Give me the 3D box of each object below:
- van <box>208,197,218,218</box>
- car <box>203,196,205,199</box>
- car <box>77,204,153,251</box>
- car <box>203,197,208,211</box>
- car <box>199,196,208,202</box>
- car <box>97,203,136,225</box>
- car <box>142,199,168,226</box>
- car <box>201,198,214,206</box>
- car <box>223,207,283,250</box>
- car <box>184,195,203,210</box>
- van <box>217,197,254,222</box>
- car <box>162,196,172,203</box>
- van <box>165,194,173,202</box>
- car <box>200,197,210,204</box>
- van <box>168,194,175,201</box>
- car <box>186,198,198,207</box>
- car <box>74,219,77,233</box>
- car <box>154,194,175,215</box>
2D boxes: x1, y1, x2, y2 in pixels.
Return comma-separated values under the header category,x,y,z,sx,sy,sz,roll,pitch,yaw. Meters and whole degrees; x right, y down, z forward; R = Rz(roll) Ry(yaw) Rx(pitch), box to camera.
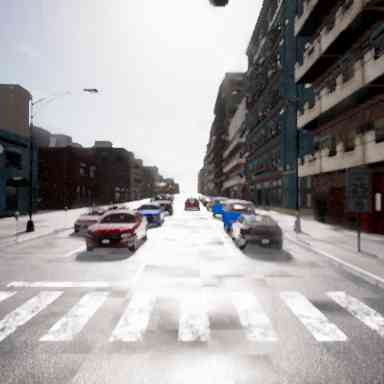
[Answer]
category,x,y,z,sx,sy,sz,roll,pitch,yaw
van,2.711,1.419,31.157,1.690,1.788,3.998,1,0,0
car,2.712,1.688,53.479,1.947,1.339,4.313,1,0,0
car,-3.086,1.516,14.470,1.882,1.535,5.008,0,0,0
car,2.710,1.628,42.487,1.752,1.417,4.829,1,0,0
car,2.718,1.713,81.384,2.008,1.369,4.403,1,0,0
car,-5.674,1.610,25.541,1.887,1.381,4.507,1,0,0
car,-3.082,1.540,24.383,1.882,1.535,5.008,0,0,0
car,2.713,1.697,59.060,1.947,1.339,4.313,1,0,0
car,2.704,1.589,14.415,2.008,1.369,4.403,1,0,0
car,0.008,1.458,44.287,2.097,1.767,4.553,0,0,0
van,2.708,1.392,19.995,1.690,1.788,3.998,1,0,0
car,-5.664,1.721,75.763,1.947,1.339,4.313,1,0,0
van,-5.658,1.503,81.344,1.690,1.788,3.998,1,0,0
car,2.716,1.692,70.222,1.887,1.381,4.507,1,0,0
van,-5.656,1.516,92.504,1.690,1.788,3.998,1,0,0
car,0.009,1.725,54.353,1.895,1.301,4.718,0,0,0
car,-5.676,1.633,19.960,1.802,1.307,4.206,1,0,0
car,-3.078,1.308,35.069,2.150,2.045,5.566,0,0,0
